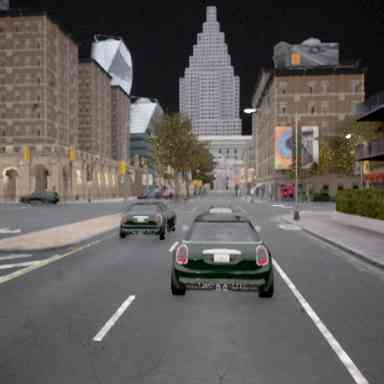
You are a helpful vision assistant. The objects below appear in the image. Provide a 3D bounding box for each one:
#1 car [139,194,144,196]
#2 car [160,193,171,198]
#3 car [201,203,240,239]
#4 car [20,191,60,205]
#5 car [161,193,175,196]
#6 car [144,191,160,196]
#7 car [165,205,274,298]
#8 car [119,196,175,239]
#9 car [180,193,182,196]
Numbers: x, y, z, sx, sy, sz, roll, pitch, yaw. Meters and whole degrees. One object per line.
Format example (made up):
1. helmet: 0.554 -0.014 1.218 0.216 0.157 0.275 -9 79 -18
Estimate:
1. car: -11.620 1.113 78.823 1.895 1.301 4.718 0 0 5
2. car: -7.289 0.979 91.224 2.033 1.411 5.357 0 0 5
3. car: 1.537 1.415 17.638 1.812 1.442 4.674 0 0 6
4. car: -22.689 0.923 49.787 5.566 2.045 2.150 0 0 7
5. car: -5.166 1.016 75.115 1.882 1.535 5.008 0 0 5
6. car: -8.657 0.763 75.372 2.150 2.045 5.566 0 0 5
7. car: 0.761 1.298 8.625 2.097 1.767 4.553 0 0 5
8. car: -2.067 1.249 16.768 2.097 1.767 4.553 0 0 5
9. car: -3.833 1.037 90.563 1.895 1.301 4.718 0 0 5
